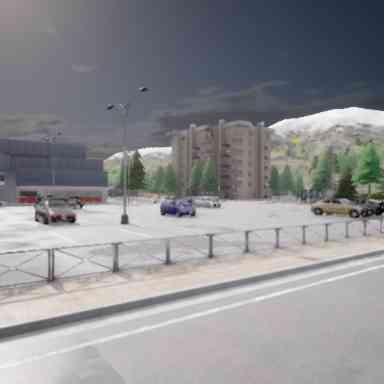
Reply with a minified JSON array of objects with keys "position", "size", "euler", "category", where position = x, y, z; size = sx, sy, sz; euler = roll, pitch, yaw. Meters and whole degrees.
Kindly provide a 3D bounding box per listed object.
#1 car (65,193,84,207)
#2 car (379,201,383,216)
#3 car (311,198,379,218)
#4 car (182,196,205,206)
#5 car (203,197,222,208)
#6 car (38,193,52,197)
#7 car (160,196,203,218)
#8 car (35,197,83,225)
[{"position":[-14.940,1.114,41.205],"size":[1.932,1.855,4.605],"euler":[0,0,-36],"category":"car"},{"position":[15.456,1.385,30.876],"size":[2.007,1.523,4.514],"euler":[0,0,-36],"category":"car"},{"position":[12.944,1.371,28.997],"size":[2.152,1.636,5.027],"euler":[0,0,-36],"category":"car"},{"position":[0.204,1.418,51.975],"size":[1.845,1.501,3.633],"euler":[0,0,-36],"category":"car"},{"position":[2.134,1.424,44.214],"size":[1.970,1.475,3.806],"euler":[0,0,-36],"category":"car"},{"position":[-17.054,1.089,39.169],"size":[1.905,1.878,3.866],"euler":[0,0,-36],"category":"car"},{"position":[-1.152,1.342,28.281],"size":[1.845,1.501,3.633],"euler":[0,0,-36],"category":"car"},{"position":[-9.277,1.306,22.464],"size":[2.007,1.523,4.514],"euler":[0,0,-36],"category":"car"}]
